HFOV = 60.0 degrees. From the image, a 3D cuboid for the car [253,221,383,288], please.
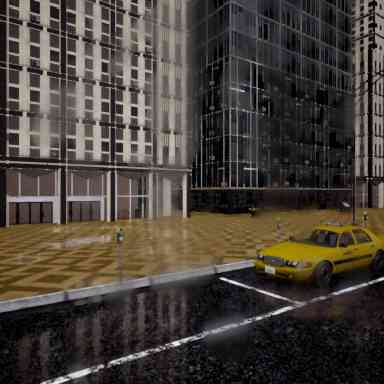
[{"bbox_3d":[3.808,1.526,9.264,4.829,1.417,1.752,0,0,-35],"label":"car"}]
